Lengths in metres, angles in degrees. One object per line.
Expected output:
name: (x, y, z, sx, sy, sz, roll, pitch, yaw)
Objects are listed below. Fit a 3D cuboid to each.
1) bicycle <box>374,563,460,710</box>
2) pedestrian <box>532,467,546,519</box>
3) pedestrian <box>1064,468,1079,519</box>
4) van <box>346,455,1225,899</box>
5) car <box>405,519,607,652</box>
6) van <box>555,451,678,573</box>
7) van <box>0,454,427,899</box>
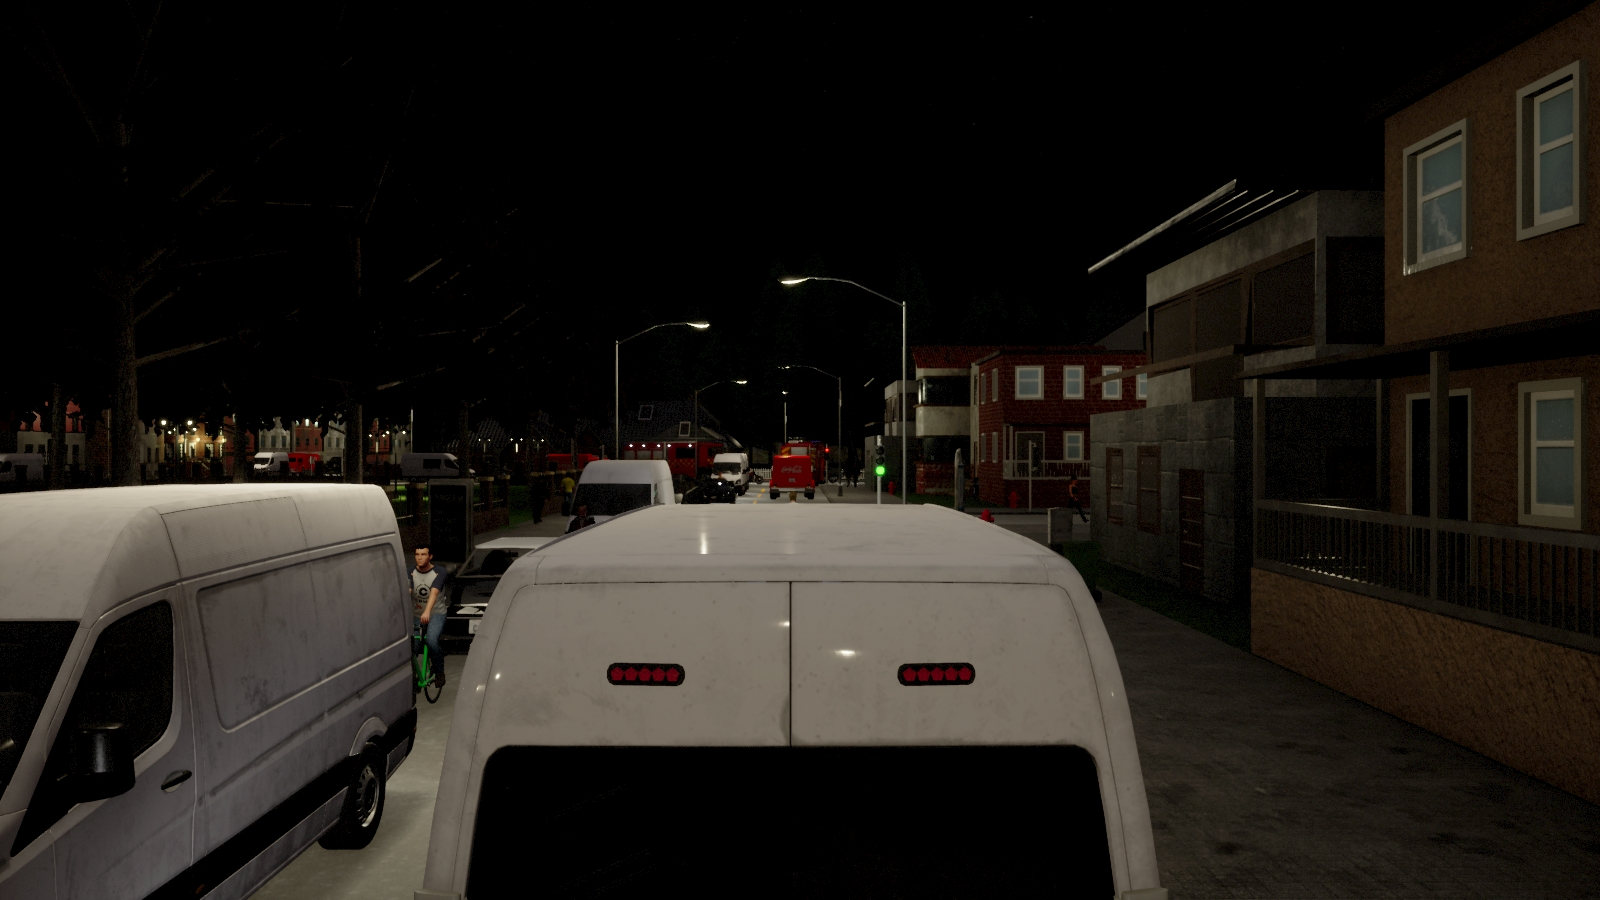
bicycle: (-4.053, 1.936, 12.189, 0.373, 1.296, 1.643, 0, 0, 0)
pedestrian: (-9.361, 1.525, 40.956, 0.375, 1.860, 0.375, 0, 0, 9)
pedestrian: (9.887, 1.583, 41.601, 0.375, 1.860, 0.375, 0, 0, -44)
van: (-0.041, 1.314, 5.541, 1.988, 2.561, 5.915, 0, 0, 0)
car: (-4.090, 1.845, 16.538, 1.970, 1.475, 3.806, 0, 0, 0)
van: (-4.176, 1.315, 26.994, 1.988, 2.561, 5.915, 0, 0, 0)
van: (-4.032, 1.314, 6.374, 1.988, 2.561, 5.915, 0, 0, 0)
